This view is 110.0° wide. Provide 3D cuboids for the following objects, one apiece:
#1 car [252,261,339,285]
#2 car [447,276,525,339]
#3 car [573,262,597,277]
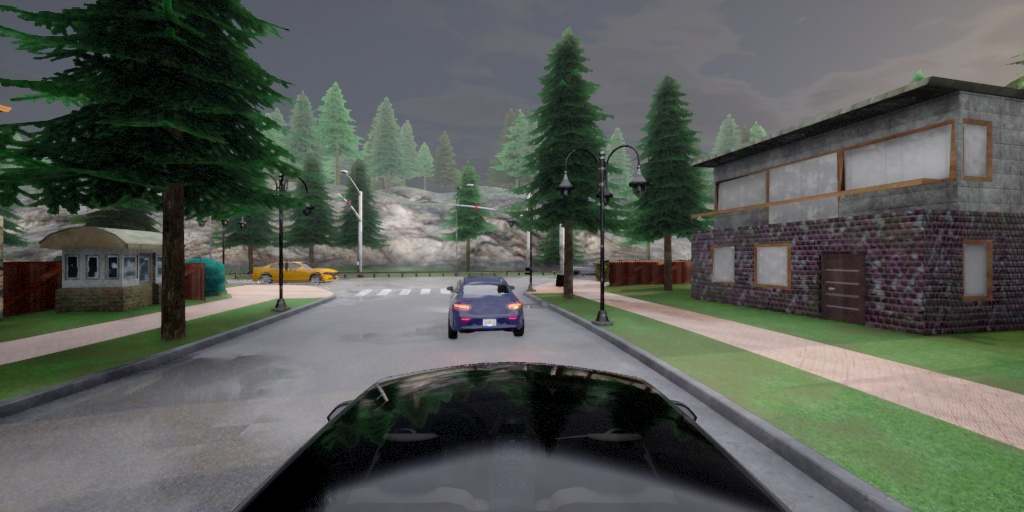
[{"bbox_3d":[-14.023,1.070,23.398,5.008,1.535,1.882,0,0,-3],"label":"car"},{"bbox_3d":[-0.832,1.276,10.050,1.812,1.442,4.674,0,0,-9],"label":"car"},{"bbox_3d":[6.880,1.193,32.181,4.718,1.301,1.895,0,0,-12],"label":"car"}]
